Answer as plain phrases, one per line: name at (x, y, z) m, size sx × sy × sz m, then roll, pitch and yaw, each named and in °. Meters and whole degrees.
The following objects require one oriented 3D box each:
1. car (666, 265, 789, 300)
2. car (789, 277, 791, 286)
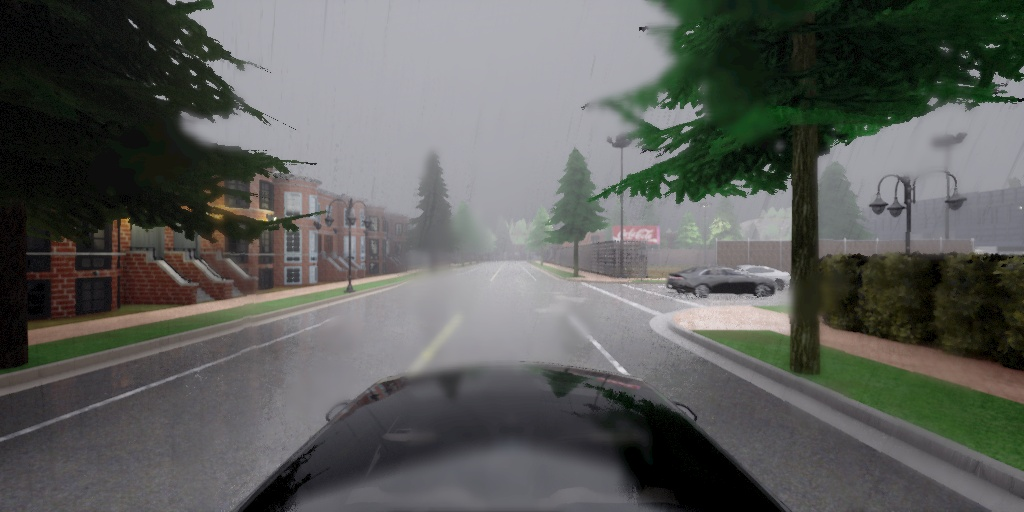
car at (10.042, 1.250, 17.338) m, size 4.902 × 1.511 × 2.128 m, roll 0°, pitch 0°, yaw -2°
car at (13.852, 1.281, 21.223) m, size 4.674 × 1.442 × 1.812 m, roll 0°, pitch 0°, yaw 1°
